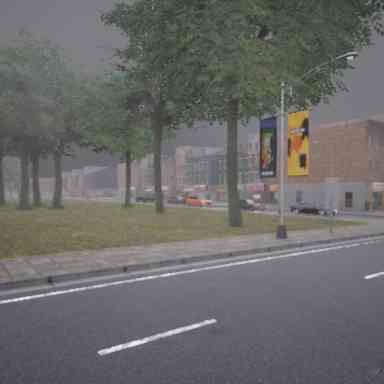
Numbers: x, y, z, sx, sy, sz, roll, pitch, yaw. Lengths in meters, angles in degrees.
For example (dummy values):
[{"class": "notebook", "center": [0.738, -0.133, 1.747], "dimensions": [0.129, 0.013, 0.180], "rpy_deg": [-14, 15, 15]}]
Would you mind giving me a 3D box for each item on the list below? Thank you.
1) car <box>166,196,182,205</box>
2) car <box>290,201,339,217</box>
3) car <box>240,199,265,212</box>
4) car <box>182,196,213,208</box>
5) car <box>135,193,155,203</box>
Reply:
[{"class": "car", "center": [-2.783, 1.507, 59.142], "dimensions": [1.812, 1.442, 4.674], "rpy_deg": [1, 0, -36]}, {"class": "car", "center": [12.133, 1.654, 33.207], "dimensions": [2.128, 1.511, 4.902], "rpy_deg": [1, 0, -36]}, {"class": "car", "center": [6.804, 1.605, 40.664], "dimensions": [1.812, 1.442, 4.674], "rpy_deg": [1, 0, -36]}, {"class": "car", "center": [1.082, 1.359, 48.686], "dimensions": [2.097, 1.767, 4.553], "rpy_deg": [1, 0, -35]}, {"class": "car", "center": [-9.691, 1.166, 68.804], "dimensions": [2.150, 2.045, 5.566], "rpy_deg": [1, 0, -36]}]
